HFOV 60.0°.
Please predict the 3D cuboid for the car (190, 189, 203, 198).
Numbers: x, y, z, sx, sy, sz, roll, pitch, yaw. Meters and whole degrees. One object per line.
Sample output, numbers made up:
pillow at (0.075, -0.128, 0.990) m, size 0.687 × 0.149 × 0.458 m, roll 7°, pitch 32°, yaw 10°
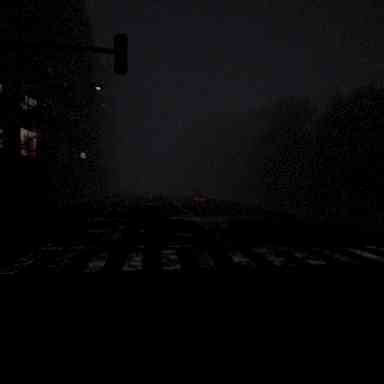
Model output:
car at (0.781, 0.179, 58.333) m, size 2.128 × 1.511 × 4.902 m, roll 0°, pitch 1°, yaw -7°
